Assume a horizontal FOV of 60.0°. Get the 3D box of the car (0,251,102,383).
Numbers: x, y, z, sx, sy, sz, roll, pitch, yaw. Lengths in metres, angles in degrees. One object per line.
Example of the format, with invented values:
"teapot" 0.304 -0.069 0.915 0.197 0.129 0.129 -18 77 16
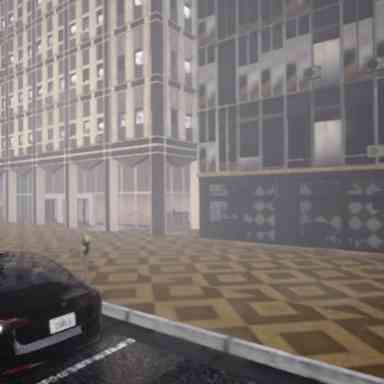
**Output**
"car" -3.233 1.619 5.191 4.313 1.339 1.947 -1 -1 36
